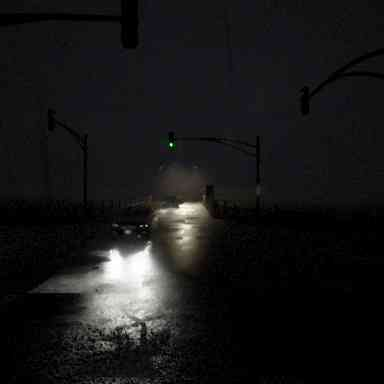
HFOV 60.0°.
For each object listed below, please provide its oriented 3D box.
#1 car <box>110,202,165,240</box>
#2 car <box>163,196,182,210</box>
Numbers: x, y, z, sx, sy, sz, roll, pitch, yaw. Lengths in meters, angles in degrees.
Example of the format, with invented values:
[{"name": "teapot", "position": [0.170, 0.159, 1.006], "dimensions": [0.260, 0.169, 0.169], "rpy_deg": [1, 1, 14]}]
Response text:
[{"name": "car", "position": [-2.760, 1.471, 16.781], "dimensions": [2.128, 1.511, 4.902], "rpy_deg": [1, 0, 0]}, {"name": "car", "position": [-2.735, 1.345, 43.535], "dimensions": [2.097, 1.767, 4.553], "rpy_deg": [0, 0, 0]}]
